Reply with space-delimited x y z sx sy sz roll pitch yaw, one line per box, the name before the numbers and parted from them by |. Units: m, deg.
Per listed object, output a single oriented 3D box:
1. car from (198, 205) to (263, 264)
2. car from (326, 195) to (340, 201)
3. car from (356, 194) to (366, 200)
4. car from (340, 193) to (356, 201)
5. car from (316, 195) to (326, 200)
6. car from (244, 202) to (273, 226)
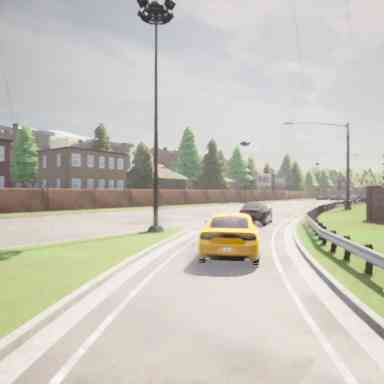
car | 1.403 1.474 11.921 1.882 1.535 5.008 0 0 9
car | 37.483 1.548 86.945 2.033 1.411 5.357 0 0 37
car | 43.061 1.557 82.716 2.033 1.411 5.357 0 0 37
car | 40.291 1.238 84.855 2.150 2.045 5.566 0 0 37
car | 34.694 1.543 89.060 2.033 1.411 5.357 0 0 37
car | 4.485 1.500 23.352 1.837 1.490 4.892 0 0 20
